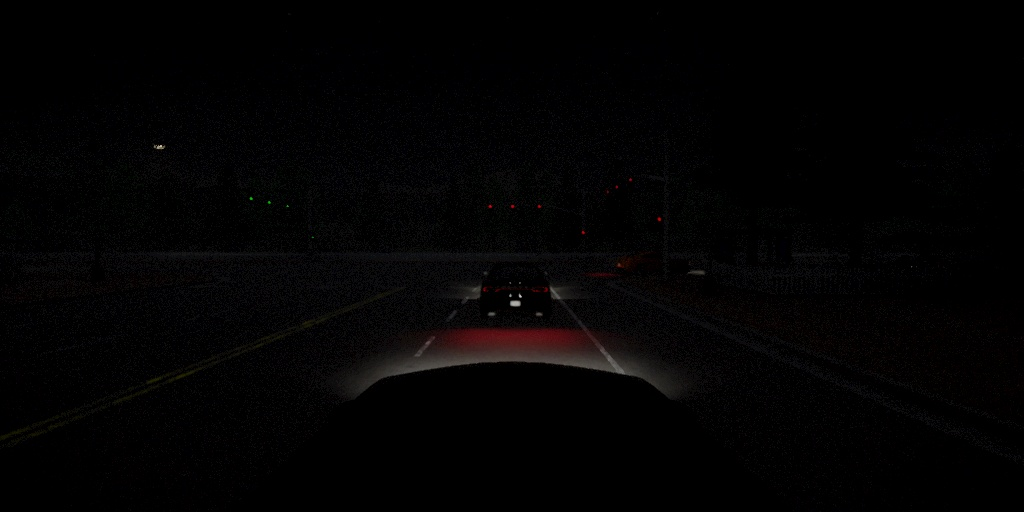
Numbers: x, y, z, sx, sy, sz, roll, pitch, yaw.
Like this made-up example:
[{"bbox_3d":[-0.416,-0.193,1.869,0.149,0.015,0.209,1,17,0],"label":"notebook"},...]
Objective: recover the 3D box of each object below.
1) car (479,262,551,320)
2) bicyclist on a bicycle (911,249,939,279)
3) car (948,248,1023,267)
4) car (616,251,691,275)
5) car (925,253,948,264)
[{"bbox_3d":[0.106,0.915,11.154,1.882,1.535,5.008,0,2,1],"label":"car"},{"bbox_3d":[22.828,0.423,19.802,0.582,1.620,1.656,0,2,0],"label":"bicyclist on a bicycle"},{"bbox_3d":[40.782,0.153,30.173,4.553,1.767,2.097,1,2,15],"label":"car"},{"bbox_3d":[9.678,0.429,24.528,5.008,1.535,1.882,0,1,-9],"label":"car"},{"bbox_3d":[41.790,0.256,33.509,4.181,1.385,1.994,1,2,15],"label":"car"}]
